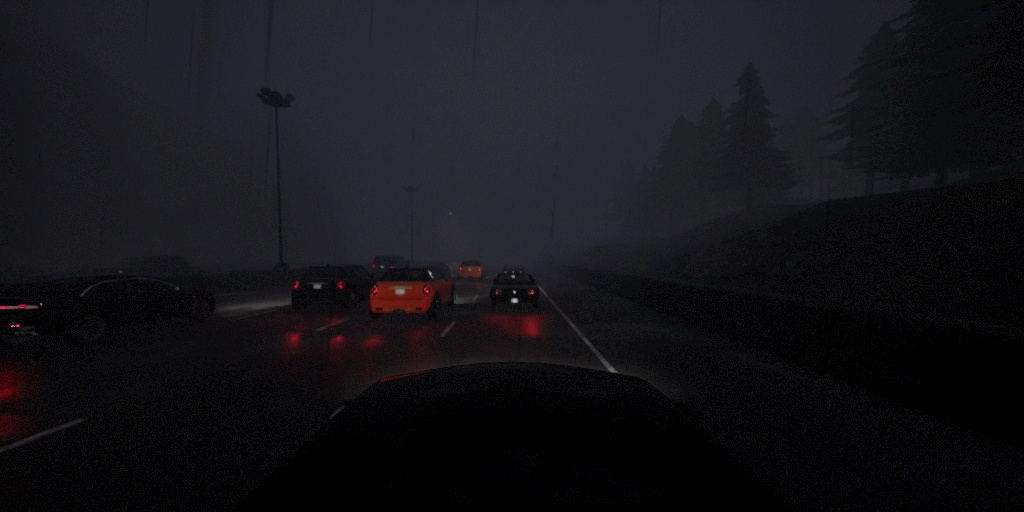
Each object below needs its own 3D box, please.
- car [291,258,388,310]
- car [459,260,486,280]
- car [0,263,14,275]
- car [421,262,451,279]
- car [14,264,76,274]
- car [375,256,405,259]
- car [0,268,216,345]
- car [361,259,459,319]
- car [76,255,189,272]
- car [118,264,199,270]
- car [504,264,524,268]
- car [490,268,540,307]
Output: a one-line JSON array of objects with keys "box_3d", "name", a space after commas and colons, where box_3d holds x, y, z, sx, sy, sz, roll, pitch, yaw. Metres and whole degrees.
[{"box_3d": [-6.902, 1.107, 14.831, 2.097, 1.767, 4.553, 0, 0, 0], "name": "car"}, {"box_3d": [-3.404, 1.114, 31.134, 2.097, 1.767, 4.553, 0, 0, 0], "name": "car"}, {"box_3d": [-31.600, 1.234, 21.742, 1.882, 1.535, 5.008, 0, 0, 0], "name": "car"}, {"box_3d": [-6.905, 1.288, 33.013, 1.812, 1.442, 4.674, 0, 0, 0], "name": "car"}, {"box_3d": [-28.100, 1.234, 23.528, 1.882, 1.535, 5.008, 0, 0, 0], "name": "car"}, {"box_3d": [-10.404, 0.982, 31.390, 2.150, 2.045, 5.566, 0, 0, 0], "name": "car"}, {"box_3d": [-10.401, 1.244, 9.471, 2.128, 1.511, 4.902, 0, 0, 0], "name": "car"}, {"box_3d": [-3.401, 1.107, 13.043, 2.097, 1.767, 4.553, 0, 0, 0], "name": "car"}, {"box_3d": [-24.602, 0.979, 24.036, 2.150, 2.045, 5.566, 0, 0, 0], "name": "car"}, {"box_3d": [-21.102, 1.358, 22.540, 1.895, 1.301, 4.718, 0, 0, 0], "name": "car"}, {"box_3d": [0.096, 1.362, 30.999, 1.895, 1.301, 4.718, 0, 0, 0], "name": "car"}, {"box_3d": [0.100, 1.356, 15.429, 1.895, 1.301, 4.718, 0, 0, 0], "name": "car"}]
